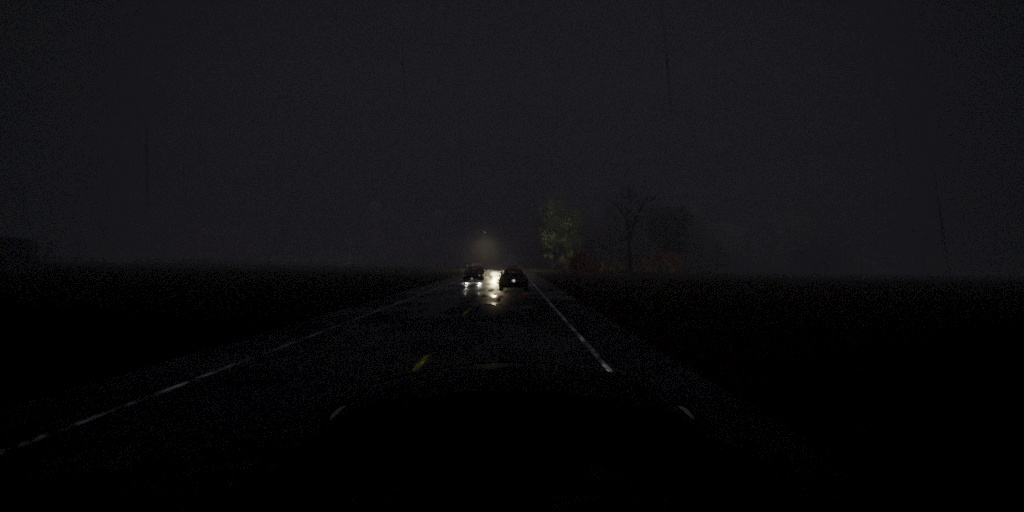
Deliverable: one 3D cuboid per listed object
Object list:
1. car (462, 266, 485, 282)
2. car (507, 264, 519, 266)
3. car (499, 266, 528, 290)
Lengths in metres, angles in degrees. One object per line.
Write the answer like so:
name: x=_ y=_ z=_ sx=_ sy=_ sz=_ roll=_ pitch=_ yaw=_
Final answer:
car: x=-3.585 y=1.673 z=34.735 sx=2.033 sy=1.411 sz=5.357 roll=0 pitch=-1 yaw=0
car: x=0.116 y=1.692 z=42.503 sx=1.882 sy=1.535 sz=5.008 roll=0 pitch=0 yaw=0
car: x=0.110 y=1.578 z=25.020 sx=1.994 sy=1.385 sz=4.181 roll=0 pitch=-1 yaw=0
